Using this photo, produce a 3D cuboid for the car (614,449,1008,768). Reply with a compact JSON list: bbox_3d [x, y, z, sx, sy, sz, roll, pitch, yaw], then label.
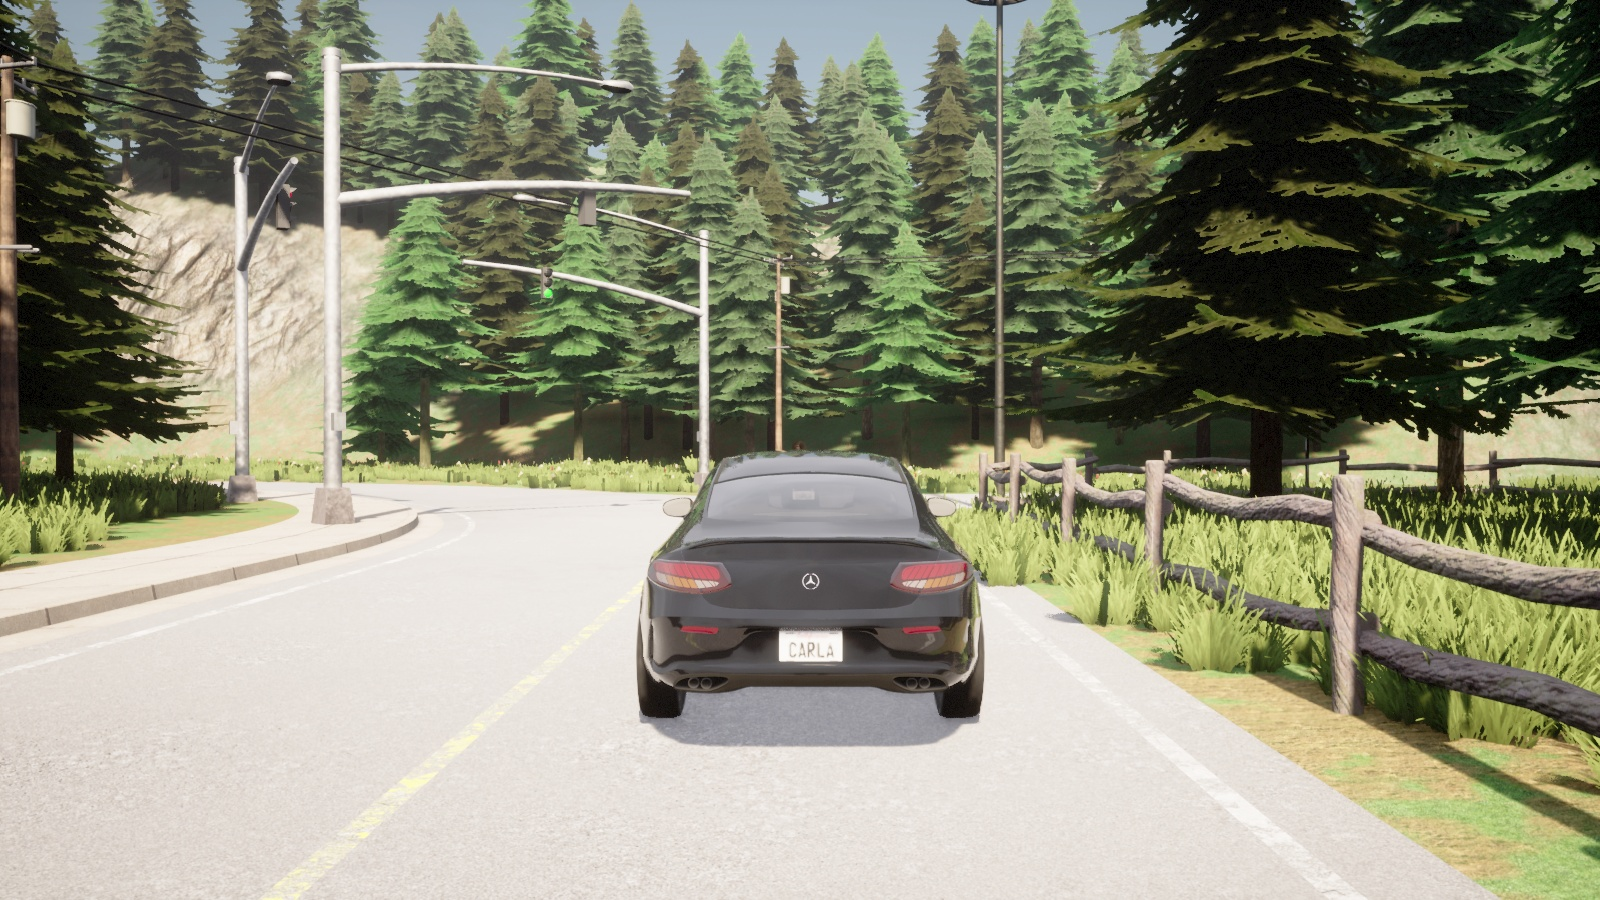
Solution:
[{"bbox_3d":[0.061,0.726,8.107,1.812,1.442,4.674,0,0,0],"label":"car"}]
